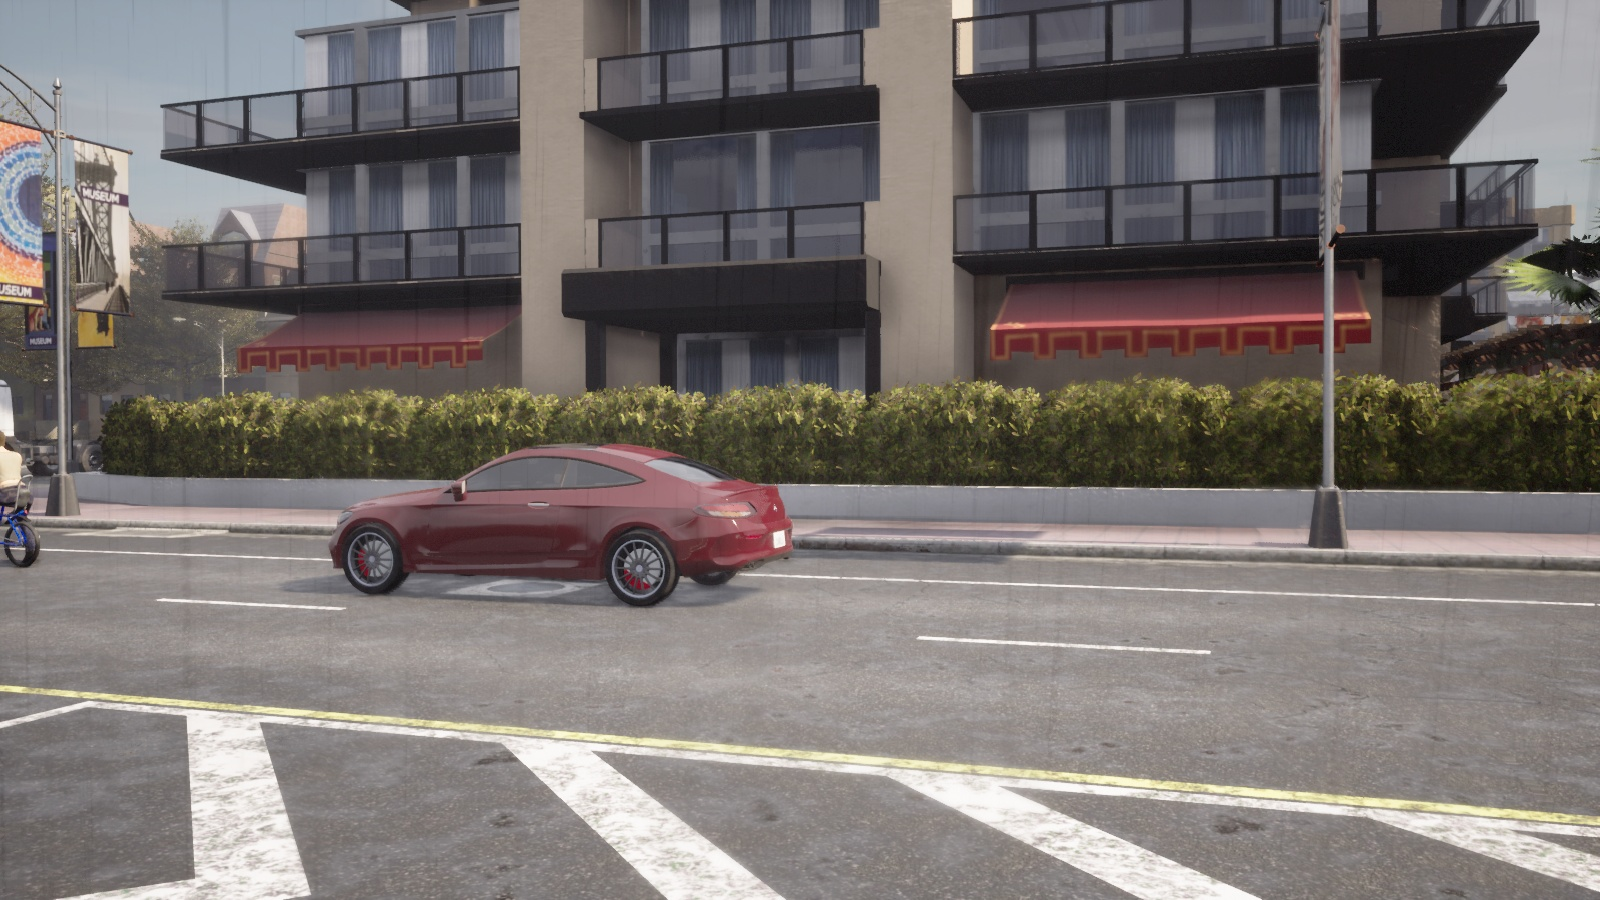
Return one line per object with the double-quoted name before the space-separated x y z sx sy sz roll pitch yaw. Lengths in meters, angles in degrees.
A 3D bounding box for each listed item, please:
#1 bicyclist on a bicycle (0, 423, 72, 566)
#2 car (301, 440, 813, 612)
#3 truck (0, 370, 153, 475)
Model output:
"bicyclist on a bicycle" -9.546 0.490 14.820 1.509 1.612 0.866 1 1 19
"car" -2.382 0.645 12.406 4.674 1.442 1.812 1 1 19
"truck" -26.963 -0.961 43.958 2.891 3.462 7.936 1 1 18
